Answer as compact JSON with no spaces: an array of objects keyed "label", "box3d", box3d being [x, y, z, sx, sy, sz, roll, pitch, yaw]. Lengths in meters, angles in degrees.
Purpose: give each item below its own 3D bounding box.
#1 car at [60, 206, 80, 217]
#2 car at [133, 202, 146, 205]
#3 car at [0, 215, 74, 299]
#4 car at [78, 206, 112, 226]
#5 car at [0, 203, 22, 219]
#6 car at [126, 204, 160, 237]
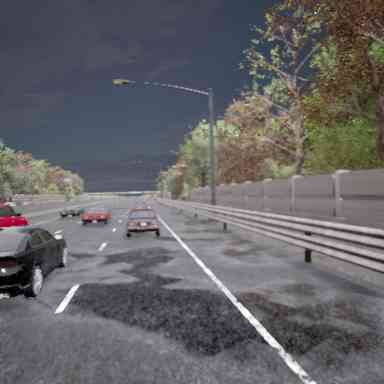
[{"label":"car","box3d":[-12.505,2.103,35.296,1.895,1.301,4.718,-2,0,-9]},{"label":"car","box3d":[-6.479,1.927,41.768,1.994,1.385,4.181,-2,0,-9]},{"label":"car","box3d":[-4.662,1.643,8.793,1.882,1.535,5.008,-2,0,-9]},{"label":"car","box3d":[-7.609,1.923,26.979,1.895,1.301,4.718,-2,0,-9]},{"label":"car","box3d":[-9.233,1.540,15.044,2.150,2.045,5.566,-2,0,-9]},{"label":"car","box3d":[-2.853,1.702,19.400,2.033,1.411,5.357,-2,0,-9]}]
